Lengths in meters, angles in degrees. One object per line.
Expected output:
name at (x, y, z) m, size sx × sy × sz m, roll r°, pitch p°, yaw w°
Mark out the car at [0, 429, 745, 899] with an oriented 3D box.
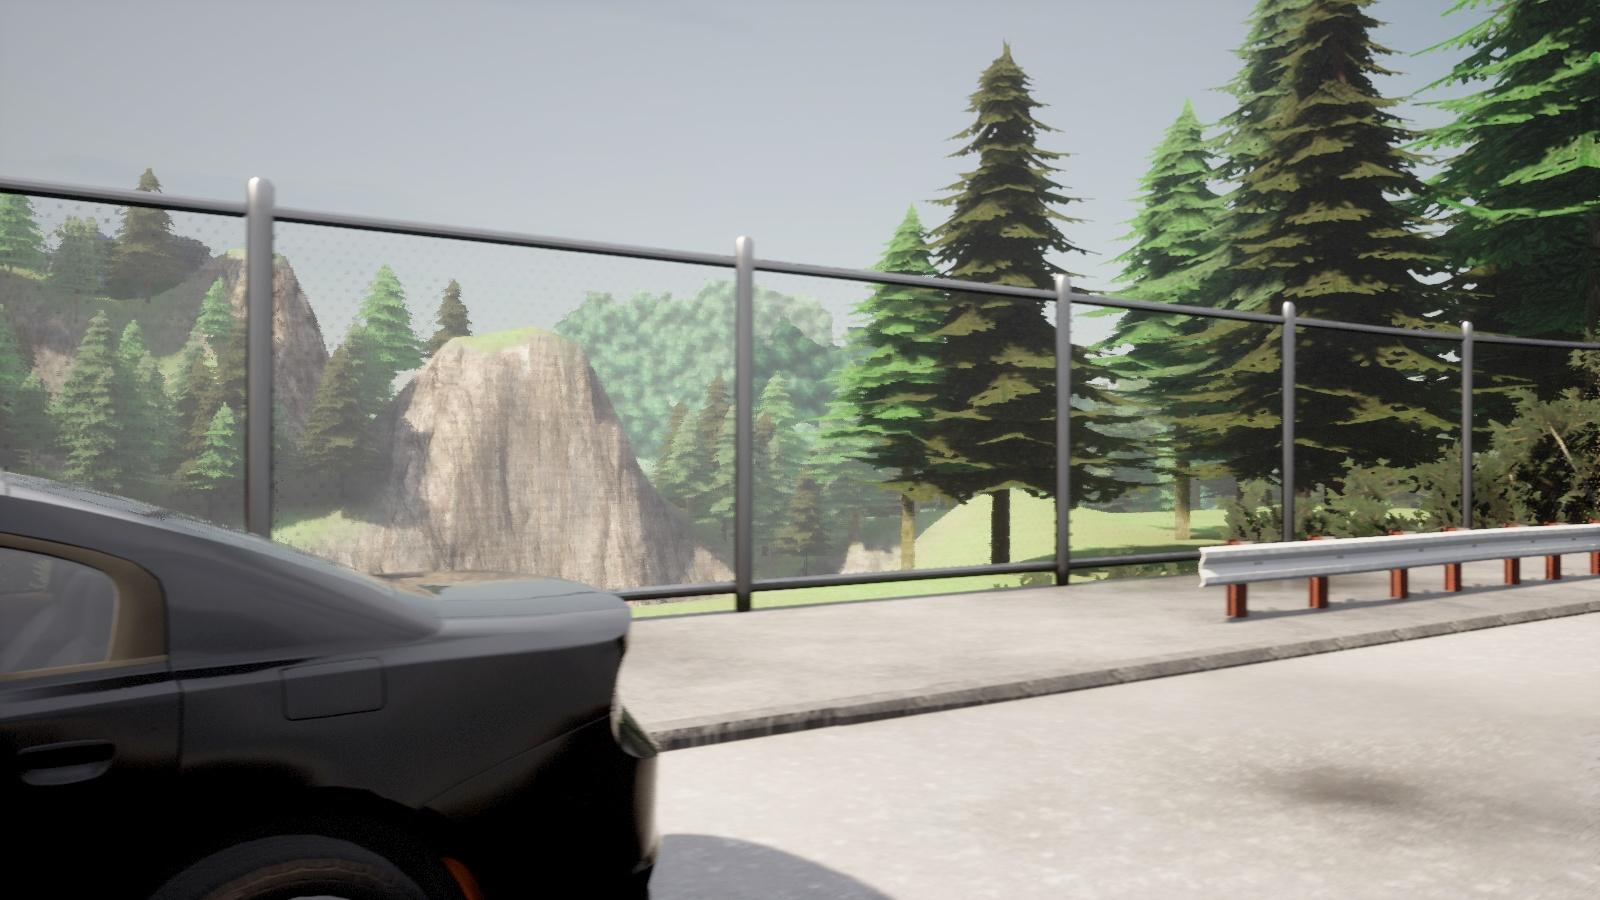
car at (-2.725, 0.732, 2.371) m, size 5.008 × 1.535 × 1.882 m, roll 0°, pitch 0°, yaw -35°
